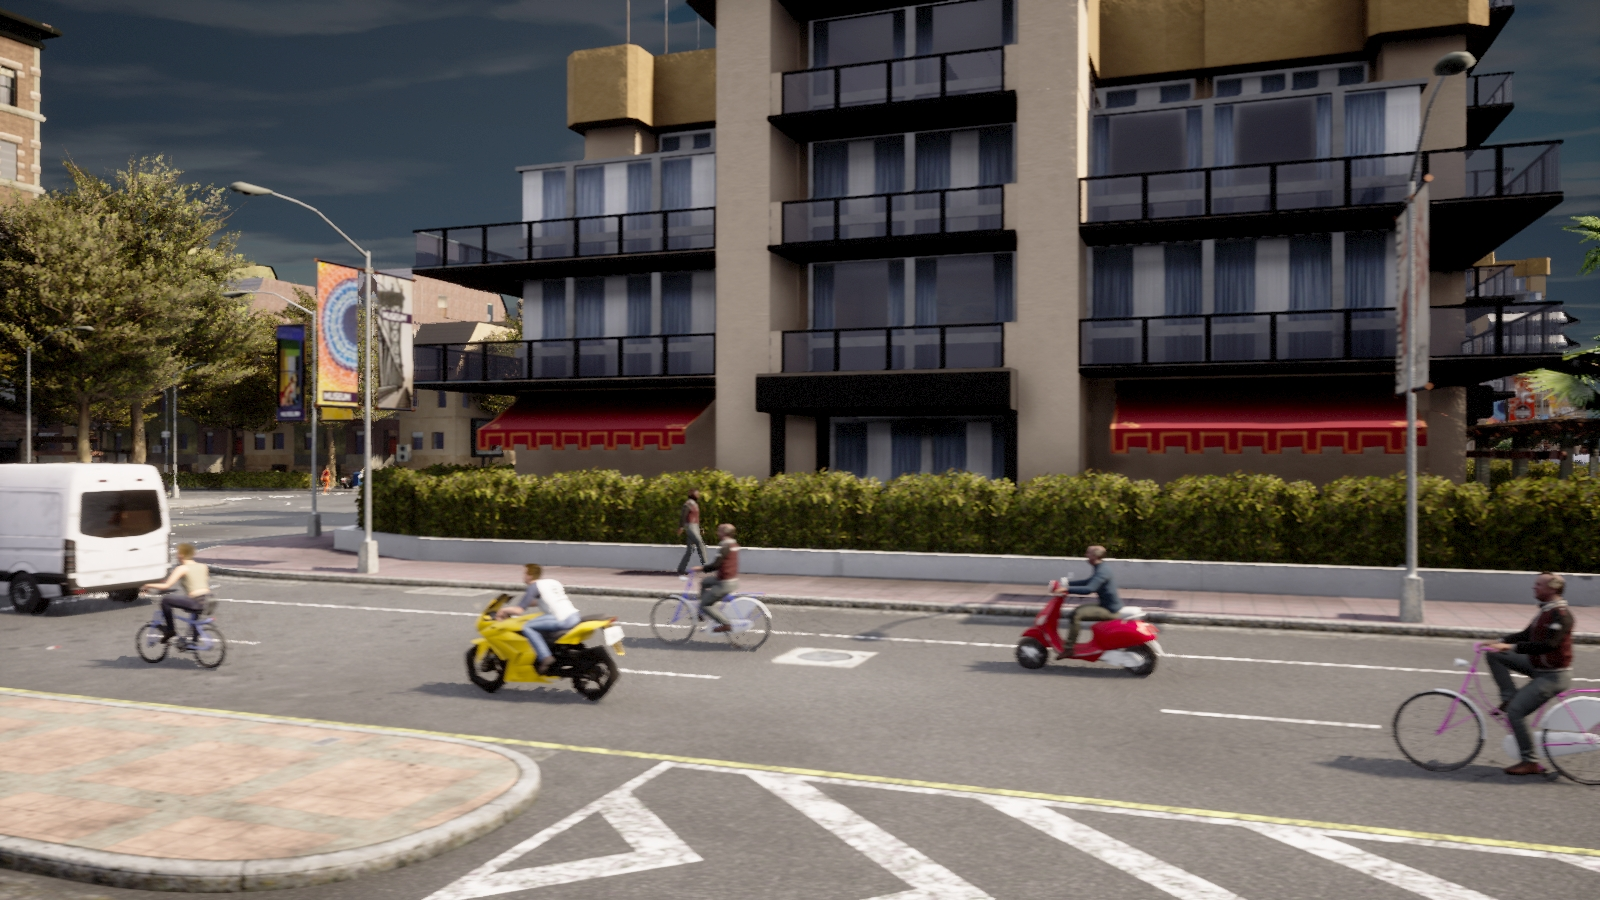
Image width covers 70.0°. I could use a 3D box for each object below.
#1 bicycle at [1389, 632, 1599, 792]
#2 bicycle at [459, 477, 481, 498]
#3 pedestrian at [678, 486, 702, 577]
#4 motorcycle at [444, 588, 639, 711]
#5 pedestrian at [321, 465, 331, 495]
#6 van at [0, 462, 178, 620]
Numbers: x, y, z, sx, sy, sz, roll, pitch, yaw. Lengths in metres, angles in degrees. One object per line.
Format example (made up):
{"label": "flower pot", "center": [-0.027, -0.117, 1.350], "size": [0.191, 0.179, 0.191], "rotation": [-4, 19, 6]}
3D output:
{"label": "bicycle", "center": [6.055, 2.208, 9.709], "size": [1.835, 1.171, 0.329], "rotation": [0, 0, 19]}
{"label": "bicycle", "center": [-19.482, 2.195, 67.430], "size": [0.373, 1.196, 1.643], "rotation": [0, 1, 20]}
{"label": "pedestrian", "center": [-2.302, 1.692, 23.908], "size": [0.375, 1.860, 0.375], "rotation": [0, 0, 17]}
{"label": "motorcycle", "center": [-2.918, 2.211, 12.887], "size": [2.033, 1.145, 0.803], "rotation": [0, 0, 20]}
{"label": "pedestrian", "center": [-29.420, 1.837, 70.925], "size": [0.375, 1.860, 0.375], "rotation": [0, 0, 17]}
{"label": "van", "center": [-14.406, 1.531, 20.997], "size": [5.915, 2.561, 1.988], "rotation": [0, 0, 23]}
